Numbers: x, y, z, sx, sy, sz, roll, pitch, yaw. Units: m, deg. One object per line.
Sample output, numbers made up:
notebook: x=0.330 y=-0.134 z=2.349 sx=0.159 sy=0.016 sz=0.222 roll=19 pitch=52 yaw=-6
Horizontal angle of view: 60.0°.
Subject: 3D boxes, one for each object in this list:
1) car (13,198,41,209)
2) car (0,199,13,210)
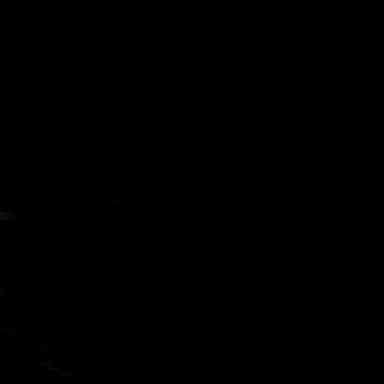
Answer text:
car: x=-18.050 y=1.402 z=39.761 sx=1.882 sy=1.535 sz=5.008 roll=0 pitch=0 yaw=33
car: x=-21.473 y=1.479 z=40.921 sx=1.994 sy=1.385 sz=4.181 roll=0 pitch=0 yaw=33
